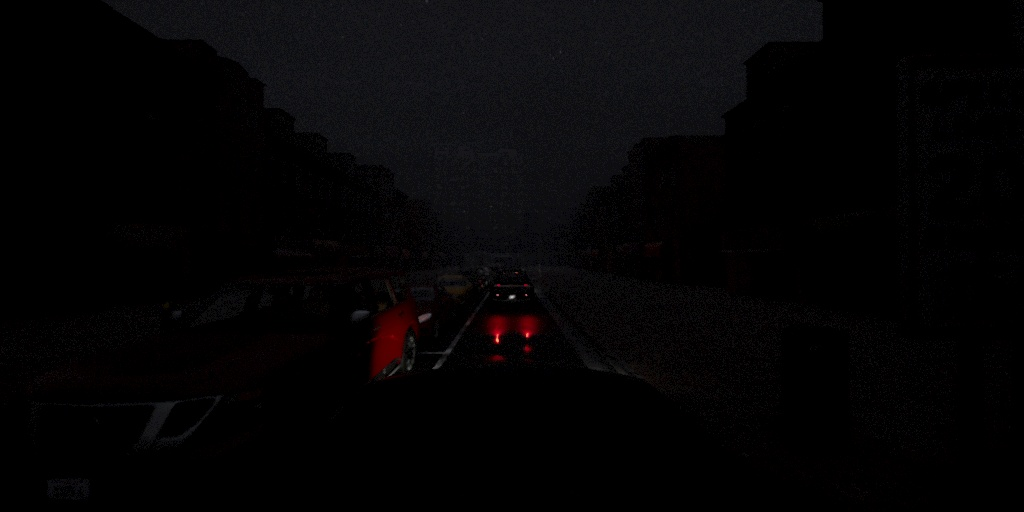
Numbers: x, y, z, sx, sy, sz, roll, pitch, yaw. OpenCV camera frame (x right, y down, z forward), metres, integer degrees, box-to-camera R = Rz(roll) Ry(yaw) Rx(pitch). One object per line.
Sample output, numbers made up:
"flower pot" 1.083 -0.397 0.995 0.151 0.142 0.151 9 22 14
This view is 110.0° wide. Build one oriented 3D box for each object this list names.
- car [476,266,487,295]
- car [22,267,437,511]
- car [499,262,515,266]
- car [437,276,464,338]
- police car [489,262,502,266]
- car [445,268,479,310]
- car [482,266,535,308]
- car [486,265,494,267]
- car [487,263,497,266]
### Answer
"car" -2.633 1.501 20.999 1.948 1.339 4.313 0 0 0
"car" -2.637 1.092 4.644 2.192 1.841 5.009 0 0 0
"car" 0.011 1.542 31.145 1.837 1.490 4.892 0 0 0
"car" -2.636 1.412 10.096 1.802 1.307 4.207 0 0 0
"police car" -2.737 1.656 51.371 1.930 1.638 5.238 0 -1 0
"car" -2.634 1.408 15.378 1.751 1.417 4.829 0 0 0
"car" 0.007 1.381 16.144 2.128 1.511 4.902 0 0 0
"car" -2.632 1.554 26.451 1.948 1.339 4.313 0 0 0
"car" -2.630 1.592 31.903 2.007 1.370 4.403 0 0 0
